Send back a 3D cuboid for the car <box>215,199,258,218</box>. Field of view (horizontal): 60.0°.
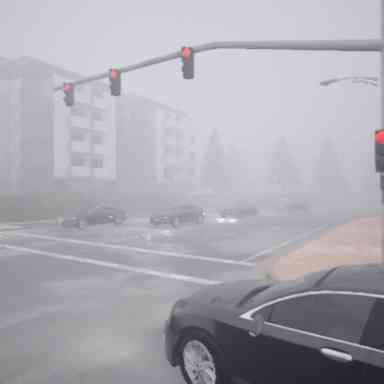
[{"bbox_3d":[4.280,1.596,30.264,1.994,1.385,4.181,0,0,39],"label":"car"}]

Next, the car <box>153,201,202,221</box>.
[{"bbox_3d":[-1.152,1.565,28.893,1.812,1.442,4.674,0,0,36],"label":"car"}]

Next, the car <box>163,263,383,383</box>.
[{"bbox_3d":[1.777,1.506,3.288,4.892,1.490,1.837,0,0,42],"label":"car"}]

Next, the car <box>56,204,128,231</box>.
[{"bbox_3d":[-6.302,1.529,21.342,2.128,1.511,4.902,0,0,35],"label":"car"}]

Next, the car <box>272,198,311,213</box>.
[{"bbox_3d":[11.539,1.521,37.692,4.902,1.511,2.128,0,0,-38],"label":"car"}]

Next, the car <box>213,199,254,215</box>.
[{"bbox_3d":[4.552,1.543,36.026,1.837,1.490,4.892,0,0,45],"label":"car"}]

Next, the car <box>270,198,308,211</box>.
[{"bbox_3d":[12.469,1.512,42.718,5.008,1.535,1.882,0,0,-33],"label":"car"}]

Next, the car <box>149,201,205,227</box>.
[{"bbox_3d":[-0.933,1.536,23.034,1.837,1.490,4.892,0,0,34],"label":"car"}]
